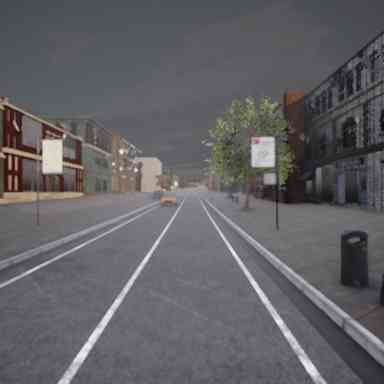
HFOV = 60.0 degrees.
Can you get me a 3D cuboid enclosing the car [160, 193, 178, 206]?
[{"bbox_3d":[-3.006,0.938,44.329,2.097,1.767,4.553,0,1,0],"label":"car"}]
